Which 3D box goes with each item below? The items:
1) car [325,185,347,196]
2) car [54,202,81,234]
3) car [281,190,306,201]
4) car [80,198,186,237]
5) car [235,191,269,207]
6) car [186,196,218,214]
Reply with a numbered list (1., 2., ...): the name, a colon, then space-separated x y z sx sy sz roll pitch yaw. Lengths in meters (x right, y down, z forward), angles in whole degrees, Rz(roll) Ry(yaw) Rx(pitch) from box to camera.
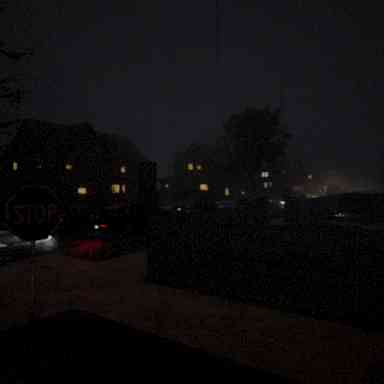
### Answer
1. car: 21.963 -0.076 50.655 2.150 2.045 5.566 1 2 35
2. car: -5.585 1.236 17.069 1.994 1.385 4.181 1 2 35
3. car: 13.396 0.456 43.595 2.033 1.411 5.357 1 2 36
4. car: -2.685 1.193 16.327 1.837 1.490 4.892 0 2 37
5. car: 6.097 0.677 33.445 1.882 1.535 5.008 1 2 36
6. car: 0.248 0.999 25.254 1.994 1.385 4.181 1 2 36
